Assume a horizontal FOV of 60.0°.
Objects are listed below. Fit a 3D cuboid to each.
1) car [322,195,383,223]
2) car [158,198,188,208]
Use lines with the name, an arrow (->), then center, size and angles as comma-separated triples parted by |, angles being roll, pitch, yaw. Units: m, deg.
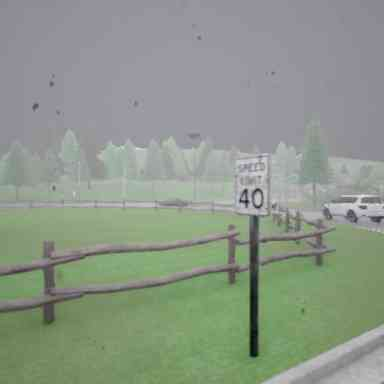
car -> 12.443, 1.251, 25.927 | 2.150, 2.045, 5.566 | 0, 0, -9
car -> -2.809, 1.559, 49.441 | 4.674, 1.442, 1.812 | 0, 0, 23
